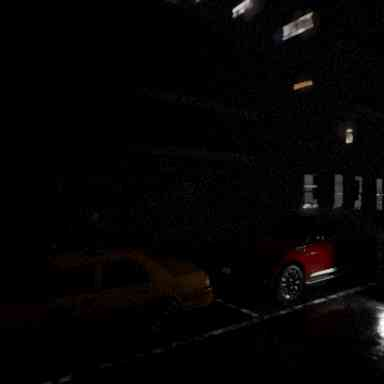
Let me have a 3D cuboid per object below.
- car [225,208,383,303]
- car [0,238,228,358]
[{"bbox_3d":[2.792,1.367,8.531,5.009,1.841,2.192,1,1,-35],"label":"car"},{"bbox_3d":[-1.885,1.536,5.200,4.829,1.417,1.752,0,1,-35],"label":"car"}]
